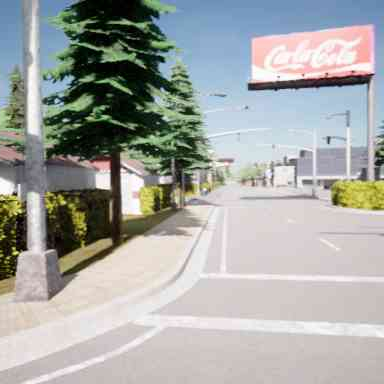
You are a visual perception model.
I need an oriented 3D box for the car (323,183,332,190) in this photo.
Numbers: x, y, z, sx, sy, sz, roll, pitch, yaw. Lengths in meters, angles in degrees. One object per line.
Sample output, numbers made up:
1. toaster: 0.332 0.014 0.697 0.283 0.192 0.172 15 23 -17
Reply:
1. car: 27.590 -1.111 66.435 2.007 1.523 4.514 -1 2 6
